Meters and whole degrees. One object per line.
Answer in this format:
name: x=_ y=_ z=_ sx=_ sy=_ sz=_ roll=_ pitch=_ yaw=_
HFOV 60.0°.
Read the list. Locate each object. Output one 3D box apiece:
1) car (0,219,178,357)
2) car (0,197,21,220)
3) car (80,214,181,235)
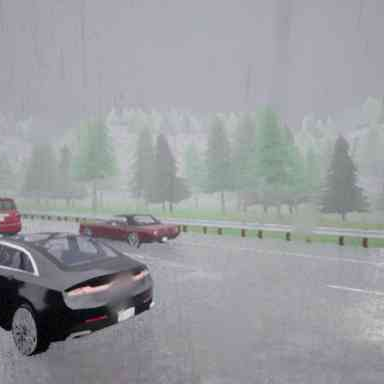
car: x=-2.889 y=1.496 z=6.057 sx=4.902 sy=1.511 sz=2.128 roll=0 pitch=0 yaw=36
car: x=-10.200 y=1.234 z=15.589 sx=5.566 sy=2.045 sz=2.150 roll=0 pitch=0 yaw=36
car: x=-2.898 y=1.609 z=14.661 sx=4.718 sy=1.301 sz=1.895 roll=0 pitch=0 yaw=36
